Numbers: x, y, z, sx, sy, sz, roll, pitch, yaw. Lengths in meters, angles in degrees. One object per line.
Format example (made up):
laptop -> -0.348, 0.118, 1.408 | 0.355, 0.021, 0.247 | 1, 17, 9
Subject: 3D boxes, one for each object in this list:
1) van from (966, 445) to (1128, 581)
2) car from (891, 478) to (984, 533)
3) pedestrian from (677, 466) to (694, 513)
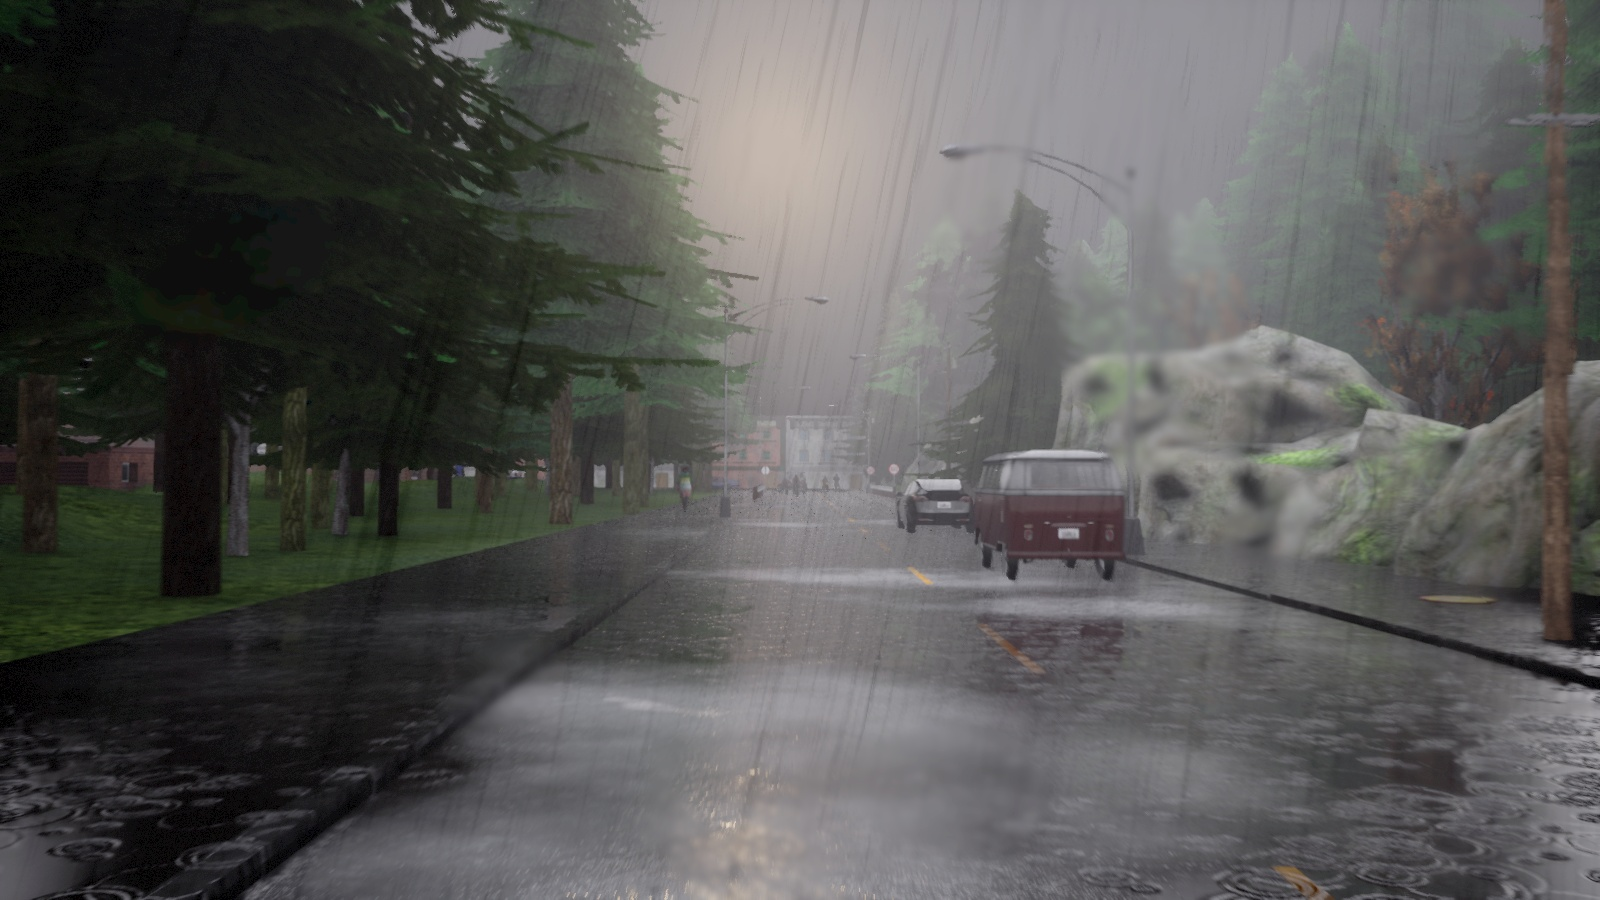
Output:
van -> 3.947, 0.985, 20.777 | 1.775, 1.987, 4.442 | 0, -1, 0
car -> 3.908, 1.561, 36.542 | 2.163, 1.488, 4.792 | 0, -1, 0
pedestrian -> -4.779, 1.635, 52.518 | 0.659, 1.952, 0.873 | 0, -1, -1
